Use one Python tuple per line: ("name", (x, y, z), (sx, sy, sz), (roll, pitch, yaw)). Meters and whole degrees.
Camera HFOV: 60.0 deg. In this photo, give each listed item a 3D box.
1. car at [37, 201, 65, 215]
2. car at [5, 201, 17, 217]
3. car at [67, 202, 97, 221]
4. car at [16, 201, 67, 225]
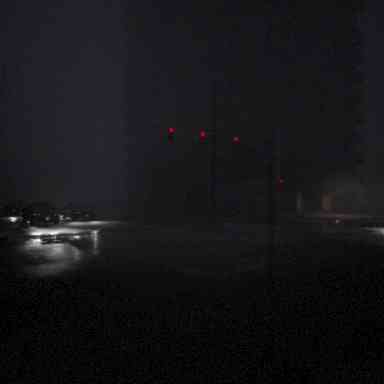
("car", (-15.553, 1.695, 36.544), (1.895, 1.301, 4.718), (1, 0, -36))
("car", (-17.274, 1.603, 32.931), (2.033, 1.411, 5.357), (1, 0, -36))
("car", (-9.688, 1.620, 28.415), (1.812, 1.442, 4.674), (1, 0, -36))
("car", (-11.174, 1.547, 24.460), (2.128, 1.511, 4.902), (1, 0, -36))
